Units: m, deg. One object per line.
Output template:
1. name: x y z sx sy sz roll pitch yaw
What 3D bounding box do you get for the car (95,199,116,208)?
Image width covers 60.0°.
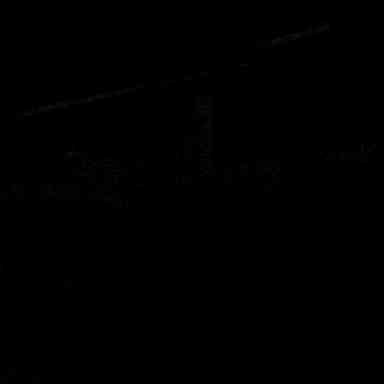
1. car: -15.617 2.048 59.569 4.514 1.523 2.007 -1 -1 41

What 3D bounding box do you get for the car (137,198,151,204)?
1. car: -12.964 2.337 90.450 3.633 1.501 1.845 -1 -1 41

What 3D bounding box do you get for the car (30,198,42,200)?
1. car: -20.620 1.739 43.017 3.866 1.878 1.905 -1 -1 41

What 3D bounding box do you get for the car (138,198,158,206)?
1. car: -8.996 2.079 67.054 3.633 1.501 1.845 -1 -1 41

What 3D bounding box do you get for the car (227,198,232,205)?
1. car: 6.613 2.034 73.292 4.514 1.523 2.007 -1 -1 41

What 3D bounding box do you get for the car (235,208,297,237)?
1. car: 4.582 1.789 20.184 2.242 1.667 4.611 -1 -1 41

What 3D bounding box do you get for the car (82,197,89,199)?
1. car: -25.323 2.045 76.572 4.605 1.855 1.932 -1 -1 41

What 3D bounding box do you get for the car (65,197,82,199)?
1. car: -26.929 2.018 74.116 3.866 1.878 1.905 -1 -1 41

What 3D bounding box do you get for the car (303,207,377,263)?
1. car: 5.977 1.560 13.191 1.905 1.878 3.866 -1 -1 41

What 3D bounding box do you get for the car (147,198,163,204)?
1. car: -9.350 2.268 83.317 3.806 1.475 1.970 -1 -1 41

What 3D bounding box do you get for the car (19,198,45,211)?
1. car: -24.368 1.843 50.675 4.605 1.855 1.932 -1 -1 41
